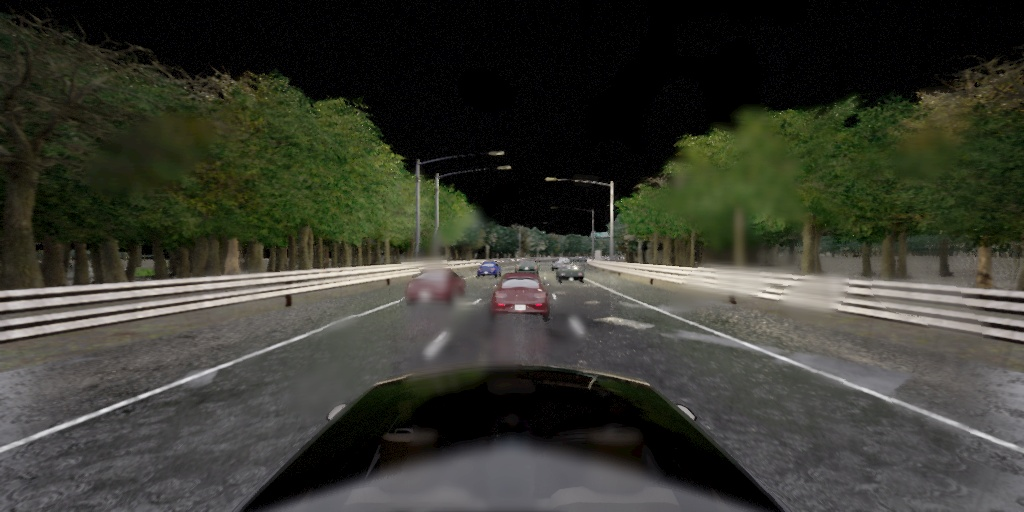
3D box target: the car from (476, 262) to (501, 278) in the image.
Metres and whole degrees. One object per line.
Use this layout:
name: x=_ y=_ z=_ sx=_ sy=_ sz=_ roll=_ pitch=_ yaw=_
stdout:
car: x=-2.074 y=1.268 z=33.346 sx=1.812 sy=1.442 sz=4.674 roll=0 pitch=0 yaw=4

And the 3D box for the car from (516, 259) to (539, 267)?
car: x=1.413 y=1.098 z=32.830 sx=2.097 sy=1.767 sz=4.553 roll=0 pitch=0 yaw=4

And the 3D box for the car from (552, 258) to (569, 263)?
car: x=6.485 y=1.309 z=49.403 sx=1.994 sy=1.385 sz=4.181 roll=0 pitch=0 yaw=7

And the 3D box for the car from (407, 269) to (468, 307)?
car: x=-3.105 y=1.271 z=15.427 sx=1.812 sy=1.442 sz=4.674 roll=0 pitch=0 yaw=2

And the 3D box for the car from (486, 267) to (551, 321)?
car: x=0.297 y=1.275 z=12.345 sx=1.812 sy=1.442 sz=4.674 roll=0 pitch=0 yaw=2

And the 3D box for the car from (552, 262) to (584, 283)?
car: x=4.426 y=1.351 z=28.002 sx=1.895 sy=1.301 sz=4.718 roll=0 pitch=0 yaw=4
